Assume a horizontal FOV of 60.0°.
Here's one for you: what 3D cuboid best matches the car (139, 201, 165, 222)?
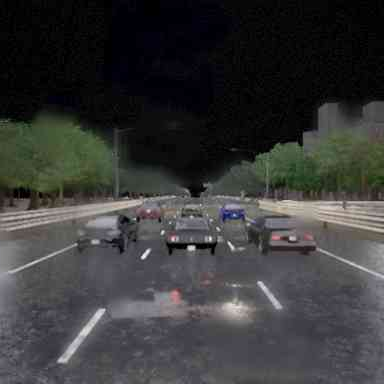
[{"bbox_3d":[-3.525,1.615,29.068,2.097,1.767,4.553,0,-1,0],"label":"car"}]

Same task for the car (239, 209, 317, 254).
[{"bbox_3d":[3.488,1.678,13.993,2.033,1.411,5.357,0,0,0],"label":"car"}]

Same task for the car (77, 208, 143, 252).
[{"bbox_3d":[-3.506,1.660,14.389,1.812,1.442,4.674,0,0,0],"label":"car"}]

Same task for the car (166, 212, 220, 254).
[{"bbox_3d":[-0.011,1.733,14.111,1.895,1.301,4.718,0,0,0],"label":"car"}]

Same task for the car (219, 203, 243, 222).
[{"bbox_3d":[3.481,1.746,29.457,1.882,1.535,5.008,0,0,0],"label":"car"}]

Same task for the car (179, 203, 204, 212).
[{"bbox_3d":[-0.021,1.775,29.294,1.837,1.490,4.892,0,0,0],"label":"car"}]
